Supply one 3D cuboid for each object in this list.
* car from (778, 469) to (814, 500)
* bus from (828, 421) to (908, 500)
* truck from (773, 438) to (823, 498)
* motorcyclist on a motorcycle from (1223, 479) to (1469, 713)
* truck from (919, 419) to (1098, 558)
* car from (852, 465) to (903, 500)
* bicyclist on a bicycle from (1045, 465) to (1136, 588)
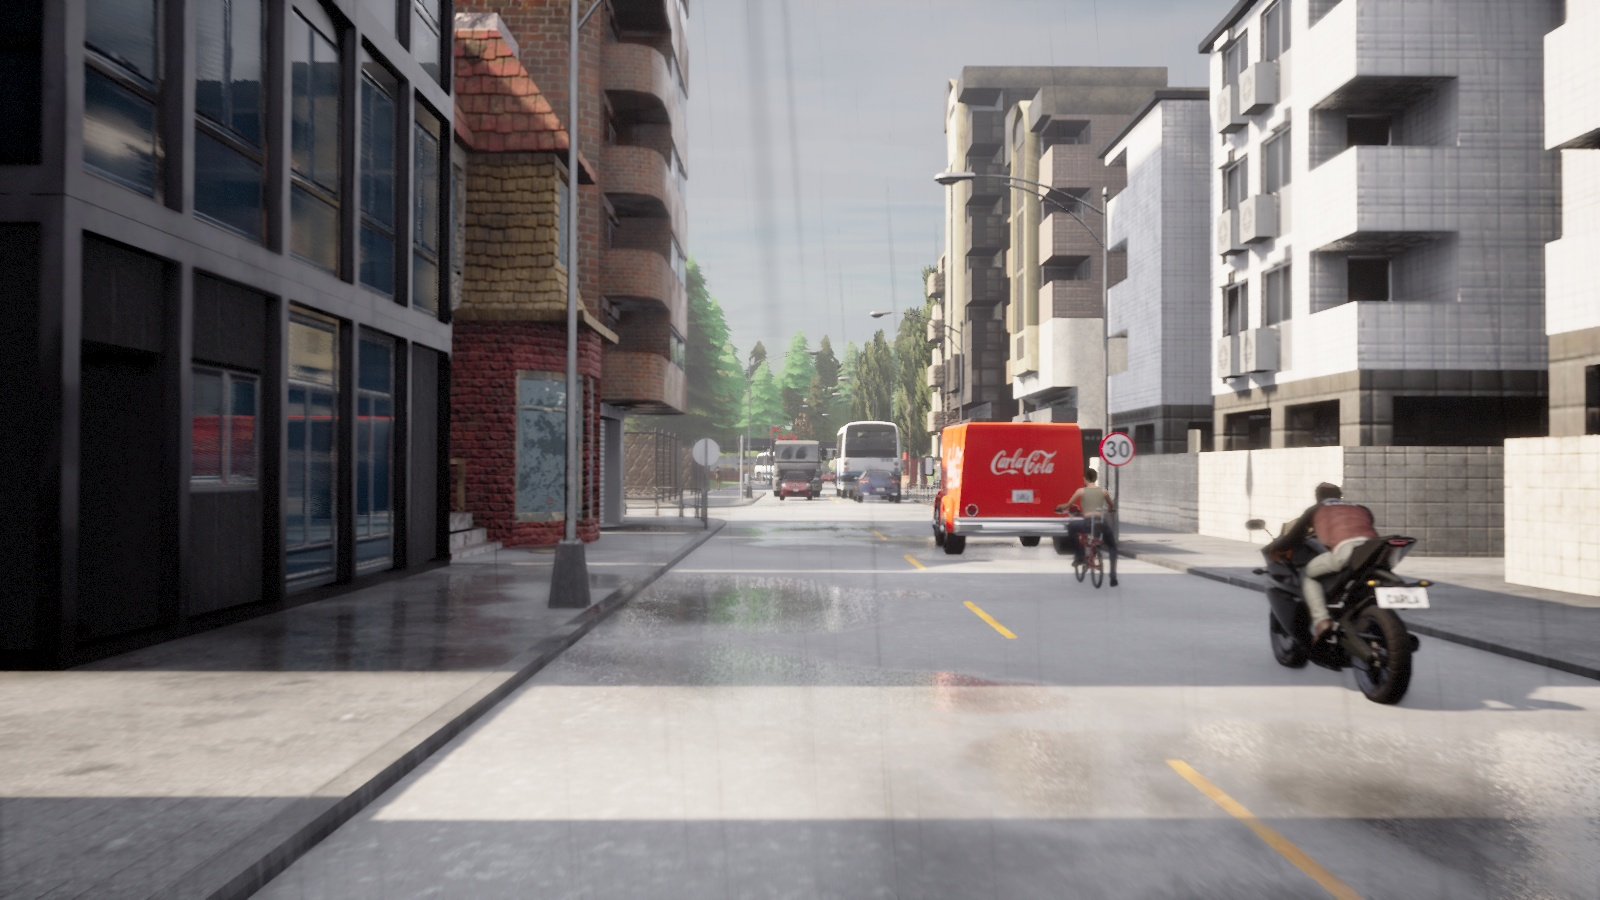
[{"bbox_3d":[-0.192,1.829,67.332,1.851,1.617,3.988,0,-1,0],"label":"car"},{"bbox_3d":[3.789,0.632,73.010,3.944,4.253,10.273,0,-1,-1],"label":"bus"},{"bbox_3d":[-0.210,1.117,77.464,2.891,3.462,7.936,0,-1,-1],"label":"truck"},{"bbox_3d":[3.976,0.989,9.397,0.866,1.530,2.191,0,-1,0],"label":"motorcyclist on a motorcycle"},{"bbox_3d":[3.948,0.724,24.906,2.627,2.467,5.204,0,-1,-1],"label":"truck"},{"bbox_3d":[3.835,1.618,62.830,2.152,1.651,5.027,0,-1,-1],"label":"car"},{"bbox_3d":[3.965,1.021,17.258,0.866,1.612,1.509,0,-1,-1],"label":"bicyclist on a bicycle"}]
